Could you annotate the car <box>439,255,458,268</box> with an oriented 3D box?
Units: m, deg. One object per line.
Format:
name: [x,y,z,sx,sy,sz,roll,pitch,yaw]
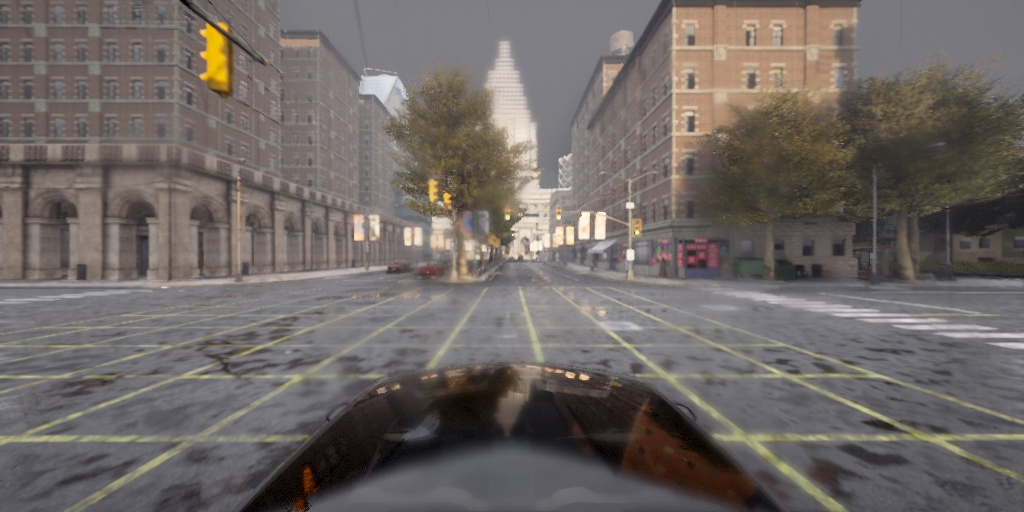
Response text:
car: [-8.035,0.858,46.315,2.150,2.045,5.566,0,0,0]

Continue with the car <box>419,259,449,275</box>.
car: [-8.095,1.262,36.676,1.895,1.301,4.718,0,0,0]

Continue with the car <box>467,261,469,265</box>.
car: [-8.017,1.156,56.923,2.033,1.411,5.357,0,0,0]
